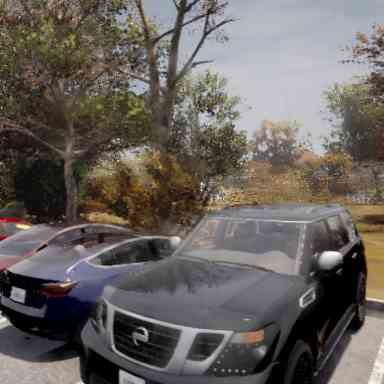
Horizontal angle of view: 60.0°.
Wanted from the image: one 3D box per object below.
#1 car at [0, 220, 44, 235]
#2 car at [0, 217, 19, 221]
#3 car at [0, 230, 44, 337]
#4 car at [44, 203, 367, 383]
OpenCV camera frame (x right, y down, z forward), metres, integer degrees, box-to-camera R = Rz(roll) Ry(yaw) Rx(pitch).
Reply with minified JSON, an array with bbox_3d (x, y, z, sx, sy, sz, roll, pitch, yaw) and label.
[{"bbox_3d":[-3.414,1.523,8.234,2.163,1.488,4.792,0,0,36],"label":"car"},{"bbox_3d":[-5.663,1.499,9.876,2.097,1.535,5.008,0,0,36],"label":"car"},{"bbox_3d":[-1.116,1.517,6.658,2.163,1.488,4.792,0,0,36],"label":"car"},{"bbox_3d":[1.112,1.232,4.990,2.435,2.045,5.566,0,0,36],"label":"car"}]
